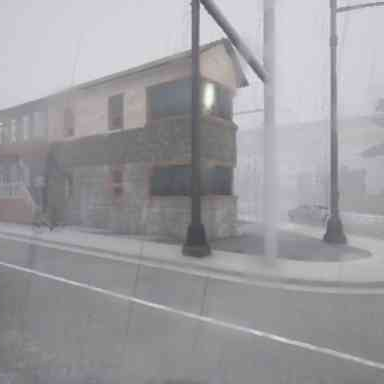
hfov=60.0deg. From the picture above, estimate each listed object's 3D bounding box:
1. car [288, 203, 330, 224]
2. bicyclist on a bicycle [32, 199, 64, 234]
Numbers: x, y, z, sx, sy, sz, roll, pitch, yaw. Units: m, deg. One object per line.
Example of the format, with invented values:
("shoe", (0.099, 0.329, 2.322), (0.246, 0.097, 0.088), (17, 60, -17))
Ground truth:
("car", (9.186, 1.603, 25.719), (1.812, 1.442, 4.674), (0, 0, -10))
("bicyclist on a bicycle", (-6.869, 1.152, 15.960), (0.582, 1.620, 1.656), (1, 1, 35))
